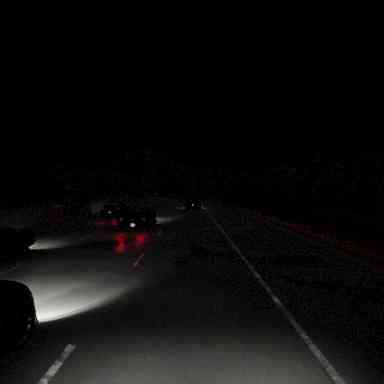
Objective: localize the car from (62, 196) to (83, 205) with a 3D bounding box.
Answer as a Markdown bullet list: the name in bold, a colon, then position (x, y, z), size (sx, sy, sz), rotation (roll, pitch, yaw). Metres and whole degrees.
- **car**: position (-21.032, 1.480, 58.947), size (1.882, 1.535, 5.008), rotation (0, 0, 1)

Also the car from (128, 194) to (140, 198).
- **car**: position (-14.146, 1.651, 83.537), size (1.895, 1.301, 4.718), rotation (0, 0, -1)

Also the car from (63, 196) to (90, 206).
- **car**: position (-14.085, 1.546, 41.439), size (1.994, 1.385, 4.181), rotation (0, 0, 0)

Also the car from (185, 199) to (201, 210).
- **car**: position (0.101, 1.545, 42.932), size (1.994, 1.385, 4.181), rotation (0, 0, 0)

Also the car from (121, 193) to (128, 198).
- **car**: position (-18.474, 1.024, 91.800), size (2.150, 2.045, 5.566), rotation (0, 0, -10)

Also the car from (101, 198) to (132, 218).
- **car**: position (-6.899, 1.508, 30.213), size (1.812, 1.442, 4.674), rotation (0, 0, 0)

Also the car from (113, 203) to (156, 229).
- **car**: position (-3.399, 1.587, 21.316), size (1.895, 1.301, 4.718), rotation (0, 0, 0)

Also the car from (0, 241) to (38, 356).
- **car**: position (-3.399, 1.562, 3.500), size (1.994, 1.385, 4.181), rotation (0, 0, 0)

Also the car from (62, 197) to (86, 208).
- **car**: position (-17.567, 1.466, 49.778), size (1.882, 1.535, 5.008), rotation (0, 0, 0)

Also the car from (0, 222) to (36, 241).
- **car**: position (-6.901, 1.541, 10.285), size (2.033, 1.411, 5.357), rotation (0, 0, 0)
